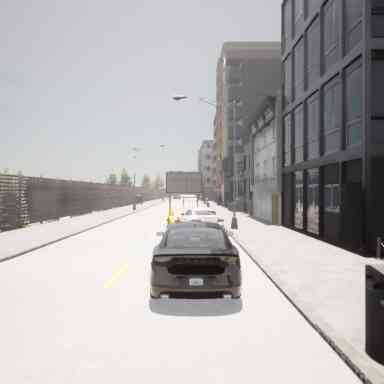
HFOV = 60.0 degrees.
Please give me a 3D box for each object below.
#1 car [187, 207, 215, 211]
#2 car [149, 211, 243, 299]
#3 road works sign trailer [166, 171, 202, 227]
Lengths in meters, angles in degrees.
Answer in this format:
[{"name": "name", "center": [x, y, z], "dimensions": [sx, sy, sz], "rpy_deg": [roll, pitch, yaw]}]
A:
[{"name": "car", "center": [0.448, 1.540, 17.850], "dimensions": [1.812, 1.442, 4.674], "rpy_deg": [0, -1, -10]}, {"name": "car", "center": [0.074, 1.478, 8.500], "dimensions": [1.882, 1.535, 5.008], "rpy_deg": [0, 0, 0]}, {"name": "road works sign trailer", "center": [-0.557, 0.466, 21.331], "dimensions": [2.380, 3.560, 2.880], "rpy_deg": [0, 0, -17]}]
